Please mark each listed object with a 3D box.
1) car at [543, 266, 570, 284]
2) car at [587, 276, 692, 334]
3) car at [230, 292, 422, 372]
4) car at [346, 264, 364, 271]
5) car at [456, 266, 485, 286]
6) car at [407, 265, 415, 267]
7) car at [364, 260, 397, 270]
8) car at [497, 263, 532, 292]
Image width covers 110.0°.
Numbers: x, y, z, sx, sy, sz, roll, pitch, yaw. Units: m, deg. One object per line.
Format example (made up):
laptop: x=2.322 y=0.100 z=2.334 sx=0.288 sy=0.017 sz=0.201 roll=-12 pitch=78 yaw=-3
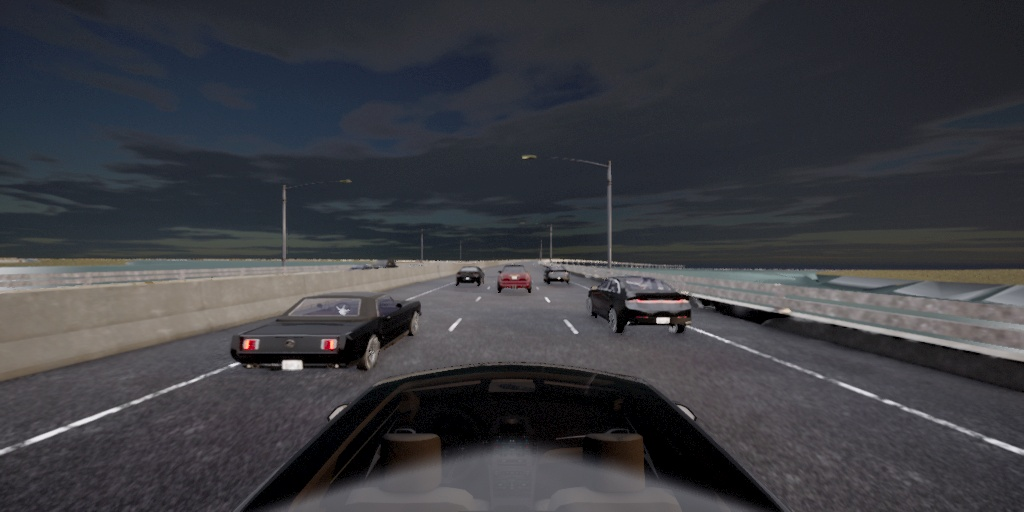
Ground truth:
car: x=3.720 y=1.583 z=30.608 sx=2.128 sy=1.511 sz=4.902 roll=0 pitch=-1 yaw=0
car: x=3.610 y=1.352 z=10.986 sx=2.128 sy=1.511 sz=4.902 roll=0 pitch=-1 yaw=0
car: x=-3.396 y=1.424 z=7.780 sx=1.895 sy=1.301 sz=4.718 roll=0 pitch=-1 yaw=0
car: x=-20.747 y=1.859 z=49.214 sx=2.033 sy=1.411 sz=5.357 roll=0 pitch=-1 yaw=1
car: x=-3.295 y=1.553 z=29.093 sx=1.882 sy=1.535 sz=5.008 roll=0 pitch=-1 yaw=0
car: x=-13.716 y=1.889 z=50.531 sx=1.994 sy=1.385 sz=4.181 roll=0 pitch=-1 yaw=1
car: x=-17.261 y=1.520 z=48.199 sx=2.150 sy=2.045 sz=5.566 roll=0 pitch=-1 yaw=1
car: x=0.166 y=1.363 z=23.668 sx=2.097 sy=1.767 sz=4.553 roll=0 pitch=-1 yaw=0
